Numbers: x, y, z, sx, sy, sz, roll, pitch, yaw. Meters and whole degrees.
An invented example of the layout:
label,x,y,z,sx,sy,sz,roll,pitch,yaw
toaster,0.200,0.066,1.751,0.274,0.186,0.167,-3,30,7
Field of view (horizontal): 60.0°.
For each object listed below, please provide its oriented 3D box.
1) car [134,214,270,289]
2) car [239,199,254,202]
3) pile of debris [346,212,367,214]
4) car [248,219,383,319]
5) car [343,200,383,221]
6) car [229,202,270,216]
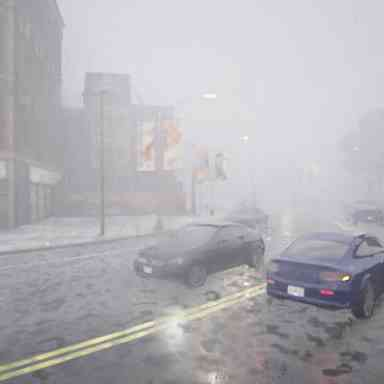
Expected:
label,x,y,z,sx,sy,sz,roll,pitch,yaw
car,0.470,1.606,9.703,1.812,1.442,4.674,0,0,41
car,9.194,1.919,55.748,1.837,1.490,4.892,0,-1,-9
pile of debris,18.370,2.378,37.246,1.500,0.140,1.860,0,0,2
car,3.380,1.571,7.503,1.812,1.442,4.674,0,0,43
car,12.755,1.611,24.812,1.882,1.535,5.008,0,0,17
car,3.463,1.628,20.394,1.882,1.535,5.008,0,0,24
